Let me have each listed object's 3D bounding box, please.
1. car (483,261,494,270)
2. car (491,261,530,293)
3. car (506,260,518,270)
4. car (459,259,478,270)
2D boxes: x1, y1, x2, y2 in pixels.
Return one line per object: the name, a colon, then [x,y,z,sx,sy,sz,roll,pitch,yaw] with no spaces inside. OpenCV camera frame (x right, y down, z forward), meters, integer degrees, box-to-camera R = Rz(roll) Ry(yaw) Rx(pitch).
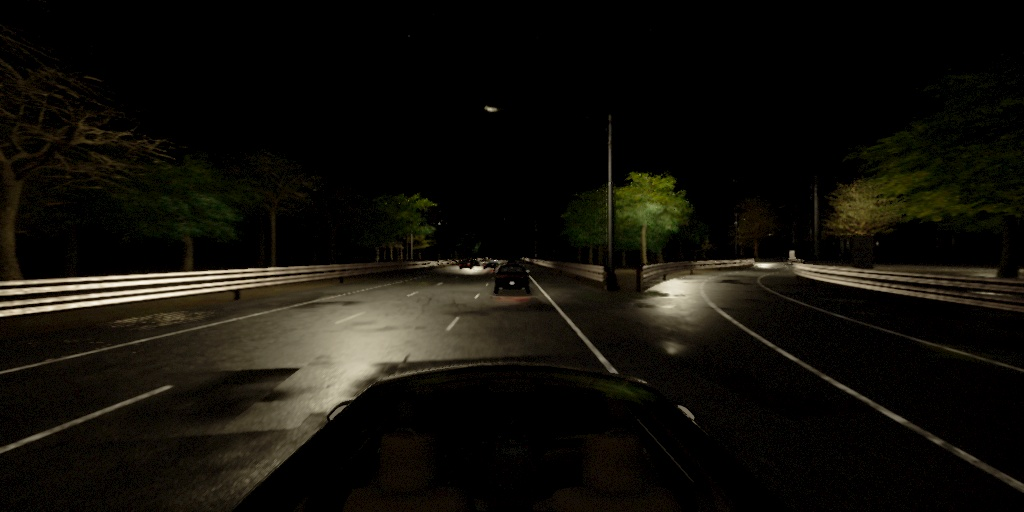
car: [-3.487,1.453,55.799,1.895,1.301,4.718,0,0,0]
car: [0.005,1.240,21.025,1.882,1.535,5.008,0,0,0]
car: [0.013,1.357,56.185,1.837,1.490,4.892,0,0,0]
car: [-6.987,1.398,55.355,2.033,1.411,5.357,0,0,0]
